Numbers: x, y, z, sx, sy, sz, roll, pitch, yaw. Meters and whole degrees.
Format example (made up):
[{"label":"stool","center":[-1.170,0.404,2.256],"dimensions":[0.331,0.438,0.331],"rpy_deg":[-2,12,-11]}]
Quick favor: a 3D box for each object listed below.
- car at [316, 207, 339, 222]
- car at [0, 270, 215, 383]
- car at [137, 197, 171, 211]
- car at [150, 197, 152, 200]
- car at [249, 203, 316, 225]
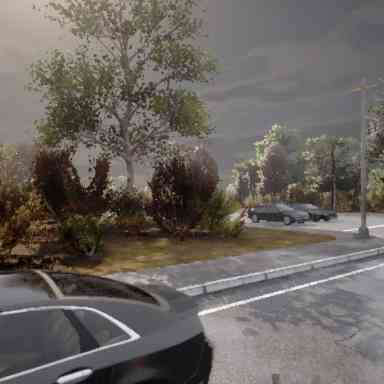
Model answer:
[{"label":"car","center":[9.027,1.640,27.196],"dimensions":[2.033,1.411,5.357],"rpy_deg":[0,-1,-39]},{"label":"car","center":[-2.065,1.505,2.476],"dimensions":[4.892,1.490,1.837],"rpy_deg":[0,0,-35]},{"label":"car","center":[-6.108,1.847,52.976],"dimensions":[5.566,2.045,2.150],"rpy_deg":[-2,-1,40]},{"label":"car","center":[-3.172,1.633,40.732],"dimensions":[5.566,2.045,2.150],"rpy_deg":[-2,-1,44]},{"label":"car","center":[6.370,1.596,24.869],"dimensions":[1.837,1.490,4.892],"rpy_deg":[0,-1,-39]}]
